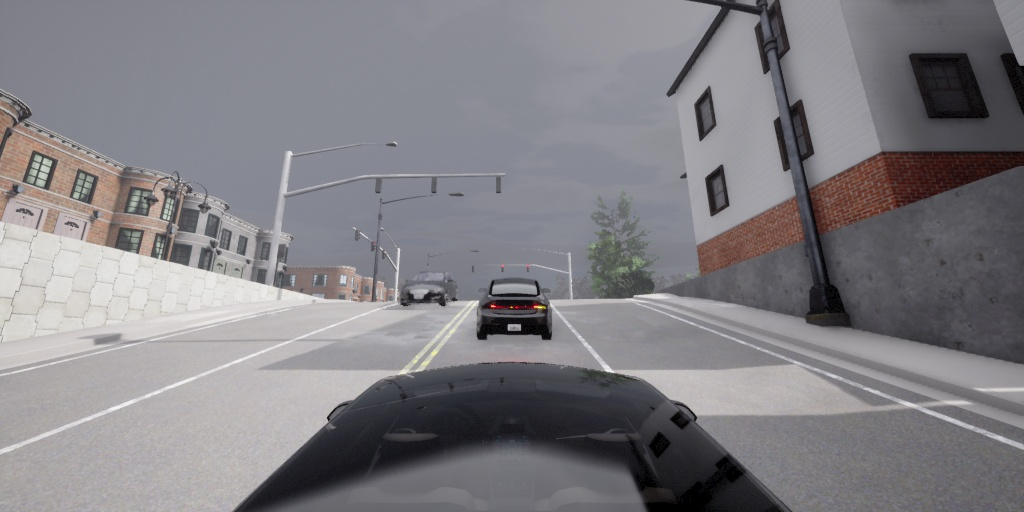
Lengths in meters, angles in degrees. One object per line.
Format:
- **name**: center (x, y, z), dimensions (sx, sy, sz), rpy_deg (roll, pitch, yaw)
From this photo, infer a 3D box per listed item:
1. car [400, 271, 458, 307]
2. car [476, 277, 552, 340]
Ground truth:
- **car**: center (-3.629, 1.427, 16.389), dimensions (2.128, 1.511, 4.902), rpy_deg (0, -3, 0)
- **car**: center (0.066, 1.352, 10.343), dimensions (1.837, 1.490, 4.892), rpy_deg (0, 0, 0)
